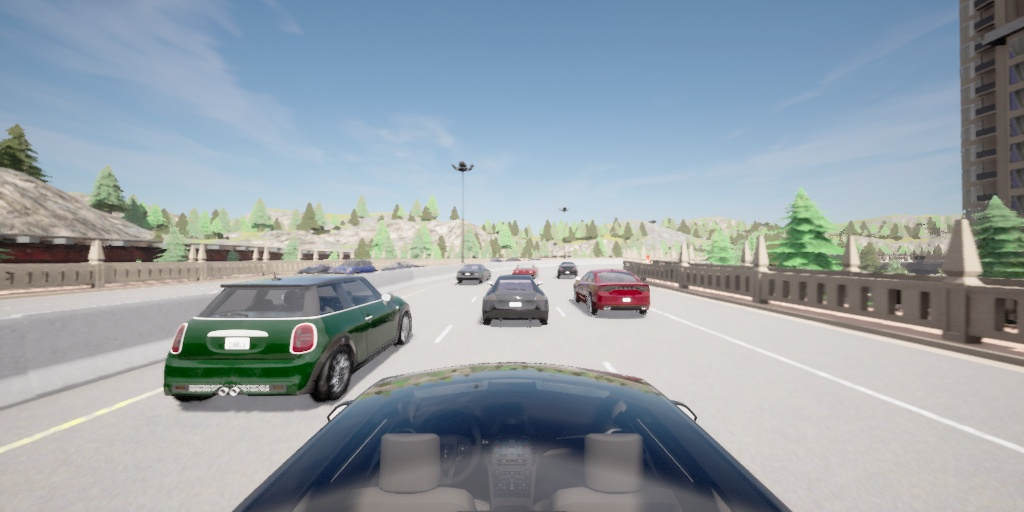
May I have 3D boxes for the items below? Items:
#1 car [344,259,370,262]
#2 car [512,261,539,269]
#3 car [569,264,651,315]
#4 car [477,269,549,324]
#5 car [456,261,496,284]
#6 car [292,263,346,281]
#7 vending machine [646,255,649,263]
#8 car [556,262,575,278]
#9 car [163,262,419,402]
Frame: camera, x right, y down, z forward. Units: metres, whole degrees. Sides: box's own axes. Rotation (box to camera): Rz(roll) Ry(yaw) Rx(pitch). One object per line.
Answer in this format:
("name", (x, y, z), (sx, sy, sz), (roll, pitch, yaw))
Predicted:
("car", (-13.183, 1.115, 29.748), (2.097, 1.767, 4.553), (0, 0, 7))
("car", (1.341, 1.342, 31.709), (1.895, 1.301, 4.718), (0, 0, 9))
("car", (3.609, 1.230, 13.736), (1.882, 1.535, 5.008), (0, 0, 0))
("car", (0.103, 1.316, 11.982), (1.994, 1.385, 4.181), (0, 0, 0))
("car", (-2.798, 1.297, 27.277), (2.033, 1.411, 5.357), (0, 0, 6))
("car", (-16.546, 1.332, 30.999), (1.994, 1.385, 4.181), (0, 0, 8))
("vending machine", (19.357, 0.847, 51.715), (1.100, 2.100, 0.880), (0, 0, 26))
("car", (5.211, 1.257, 33.369), (1.812, 1.442, 4.674), (0, 0, 10))
("car", (-3.400, 1.103, 6.563), (2.097, 1.767, 4.553), (0, 0, 0))
